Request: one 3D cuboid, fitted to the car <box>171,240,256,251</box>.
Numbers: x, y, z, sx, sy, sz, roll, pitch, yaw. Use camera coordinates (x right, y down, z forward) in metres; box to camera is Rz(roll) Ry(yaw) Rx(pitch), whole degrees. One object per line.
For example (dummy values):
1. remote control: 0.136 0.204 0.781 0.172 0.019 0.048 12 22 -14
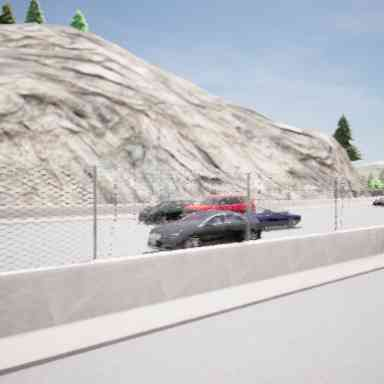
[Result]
1. car: 0.630 1.491 13.052 4.902 1.511 2.128 0 0 -36
